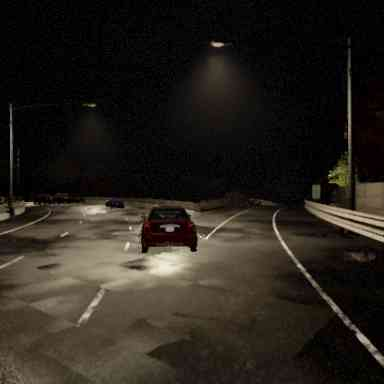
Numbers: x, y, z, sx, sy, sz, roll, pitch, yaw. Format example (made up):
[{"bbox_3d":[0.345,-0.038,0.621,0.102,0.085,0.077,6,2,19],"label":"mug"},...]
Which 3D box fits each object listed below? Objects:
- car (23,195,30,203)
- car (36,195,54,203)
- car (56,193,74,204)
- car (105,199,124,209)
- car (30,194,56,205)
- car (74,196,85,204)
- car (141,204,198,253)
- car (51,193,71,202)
[{"bbox_3d":[-34.740,1.519,71.066,1.837,1.490,4.892,0,0,-45],"label":"car"},{"bbox_3d":[-32.714,1.503,74.028,1.882,1.535,5.008,0,0,-45],"label":"car"},{"bbox_3d":[-25.845,1.378,65.795,2.150,2.045,5.566,0,0,-39],"label":"car"},{"bbox_3d":[-11.288,1.638,48.337,1.994,1.385,4.181,0,0,-26],"label":"car"},{"bbox_3d":[-28.507,1.382,63.502,2.150,2.045,5.566,0,0,-39],"label":"car"},{"bbox_3d":[-23.673,1.637,68.687,1.837,1.490,4.892,0,0,-39],"label":"car"},{"bbox_3d":[-1.073,1.360,14.072,2.097,1.767,4.553,0,0,-7],"label":"car"},{"bbox_3d":[-30.144,1.236,76.401,2.150,2.045,5.566,0,0,-45],"label":"car"}]
